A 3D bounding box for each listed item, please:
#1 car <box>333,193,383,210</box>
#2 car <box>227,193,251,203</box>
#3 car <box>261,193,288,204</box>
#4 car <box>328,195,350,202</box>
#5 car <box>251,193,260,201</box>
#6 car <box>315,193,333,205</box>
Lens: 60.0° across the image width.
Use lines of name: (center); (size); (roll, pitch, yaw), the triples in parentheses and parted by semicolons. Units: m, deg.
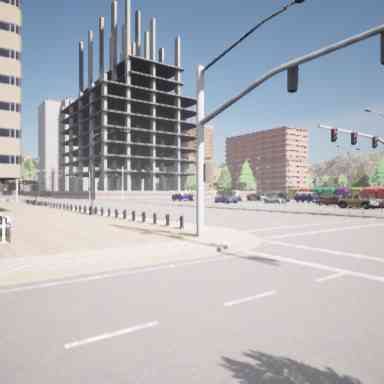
car: (19.990, 1.112, 40.196); (1.932, 1.855, 4.605); (0, 0, -36)
car: (10.387, 1.352, 73.275); (1.970, 1.475, 3.806); (0, 0, -36)
car: (14.450, 1.353, 57.628); (1.970, 1.475, 3.806); (0, 0, -36)
car: (30.557, 1.324, 69.132); (1.784, 1.438, 3.905); (0, 0, -36)
car: (12.746, 1.321, 74.954); (1.784, 1.438, 3.905); (0, 0, -36)
car: (28.161, 1.113, 67.504); (1.932, 1.855, 4.605); (0, 0, -36)
